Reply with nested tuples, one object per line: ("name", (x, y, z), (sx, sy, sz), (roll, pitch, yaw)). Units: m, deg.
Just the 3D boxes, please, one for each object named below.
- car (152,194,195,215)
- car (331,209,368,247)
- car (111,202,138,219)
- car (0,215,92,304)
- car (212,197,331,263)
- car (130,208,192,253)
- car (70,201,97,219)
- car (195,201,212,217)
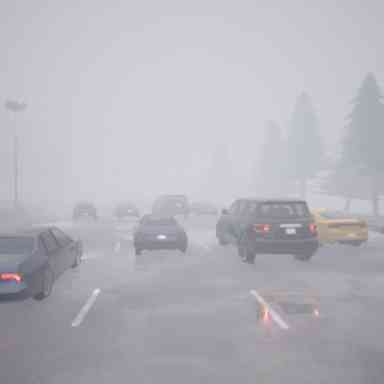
("car", (-1.938, 1.207, 29.112), (2.150, 2.045, 5.566), (0, 0, -20))
("car", (5.490, 1.450, 14.748), (1.882, 1.535, 5.008), (0, 0, -10))
("car", (-6.034, 1.563, 29.833), (1.994, 1.385, 4.181), (0, 0, -22))
("car", (-4.104, 1.555, 8.277), (2.033, 1.411, 5.357), (0, 0, -7))
("car", (2.442, 1.205, 12.130), (2.150, 2.045, 5.566), (0, 0, -8))
("car", (-1.424, 1.559, 13.705), (1.994, 1.385, 4.181), (0, 0, -10))
("car", (-9.337, 1.515, 28.746), (1.837, 1.490, 4.892), (0, 0, -22))
("car", (0.850, 1.540, 31.407), (1.994, 1.385, 4.181), (0, 0, -21))
